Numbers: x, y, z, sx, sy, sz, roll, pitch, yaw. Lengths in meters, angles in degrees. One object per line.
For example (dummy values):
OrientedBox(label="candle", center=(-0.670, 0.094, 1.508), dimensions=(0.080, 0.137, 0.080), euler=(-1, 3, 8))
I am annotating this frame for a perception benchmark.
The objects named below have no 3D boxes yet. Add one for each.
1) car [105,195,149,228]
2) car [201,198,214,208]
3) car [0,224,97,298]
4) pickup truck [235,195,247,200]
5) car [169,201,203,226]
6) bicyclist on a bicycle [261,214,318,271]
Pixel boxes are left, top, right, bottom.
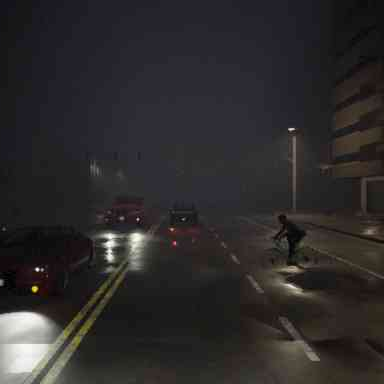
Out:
OrientedBox(label="car", center=(-4.201, 1.225, 22.358), dimensions=(2.150, 2.045, 5.566), euler=(0, 0, -1))
OrientedBox(label="car", center=(2.151, 1.547, 48.476), dimensions=(2.033, 1.411, 5.357), euler=(0, 0, -3))
OrientedBox(label="car", center=(-3.820, 1.564, 8.397), dimensions=(1.994, 1.385, 4.181), euler=(0, 0, -2))
OrientedBox(label="pickup truck", center=(13.861, 1.058, 90.876), dimensions=(2.390, 2.098, 6.274), euler=(0, 0, 29))
OrientedBox(label="car", center=(-0.580, 1.492, 23.207), dimensions=(2.128, 1.511, 4.902), euler=(0, 0, -2))
OrientedBox(label="bicyclist on a bicycle", center=(2.755, 1.454, 9.471), dimensions=(1.656, 1.620, 0.582), euler=(-2, 0, -2))
